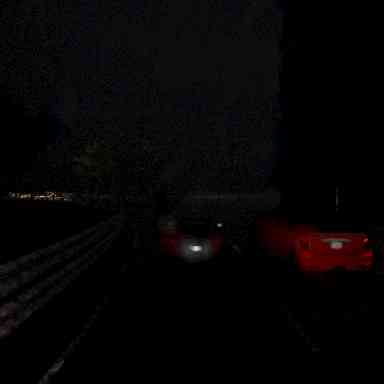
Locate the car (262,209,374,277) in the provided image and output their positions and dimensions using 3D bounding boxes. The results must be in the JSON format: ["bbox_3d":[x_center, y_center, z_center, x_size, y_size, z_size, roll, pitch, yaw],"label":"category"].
[{"bbox_3d":[3.613,1.348,10.417,2.097,1.767,4.553,0,0,0],"label":"car"}]

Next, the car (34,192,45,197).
[{"bbox_3d":[-33.921,0.754,74.154,2.128,1.511,4.902,0,1,-39],"label":"car"}]

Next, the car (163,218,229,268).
[{"bbox_3d":[0.115,1.560,11.339,1.994,1.385,4.181,0,0,0],"label":"car"}]

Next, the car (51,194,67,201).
[{"bbox_3d":[-26.814,1.045,66.778,4.674,1.442,1.812,1,1,44],"label":"car"}]
